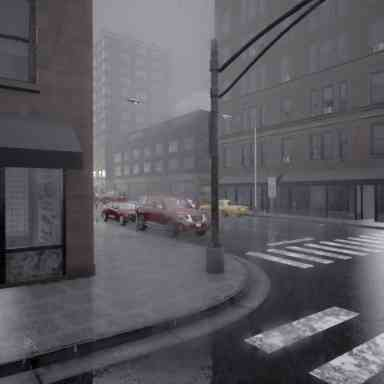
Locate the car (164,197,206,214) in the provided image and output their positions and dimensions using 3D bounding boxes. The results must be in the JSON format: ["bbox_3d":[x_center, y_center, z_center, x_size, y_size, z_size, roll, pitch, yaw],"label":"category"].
[{"bbox_3d":[-0.695,1.203,30.952,1.802,1.307,4.206,1,0,-36],"label":"car"}]

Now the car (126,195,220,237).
[{"bbox_3d":[-1.175,1.138,17.079,2.192,1.841,5.009,1,0,-36],"label":"car"}]

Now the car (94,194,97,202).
[{"bbox_3d":[-14.228,0.882,45.174,1.837,1.490,4.892,0,1,-35],"label":"car"}]

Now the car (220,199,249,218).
[{"bbox_3d":[2.419,1.222,26.648,1.752,1.417,4.829,1,0,-36],"label":"car"}]

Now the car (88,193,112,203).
[{"bbox_3d":[-13.549,0.883,48.717,2.008,1.369,4.403,1,0,-36],"label":"car"}]

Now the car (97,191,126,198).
[{"bbox_3d":[-10.333,0.717,44.274,2.192,1.841,5.009,1,0,-36],"label":"car"}]

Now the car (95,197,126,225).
[{"bbox_3d":[-4.393,1.288,21.520,1.887,1.381,4.507,1,0,-36],"label":"car"}]
